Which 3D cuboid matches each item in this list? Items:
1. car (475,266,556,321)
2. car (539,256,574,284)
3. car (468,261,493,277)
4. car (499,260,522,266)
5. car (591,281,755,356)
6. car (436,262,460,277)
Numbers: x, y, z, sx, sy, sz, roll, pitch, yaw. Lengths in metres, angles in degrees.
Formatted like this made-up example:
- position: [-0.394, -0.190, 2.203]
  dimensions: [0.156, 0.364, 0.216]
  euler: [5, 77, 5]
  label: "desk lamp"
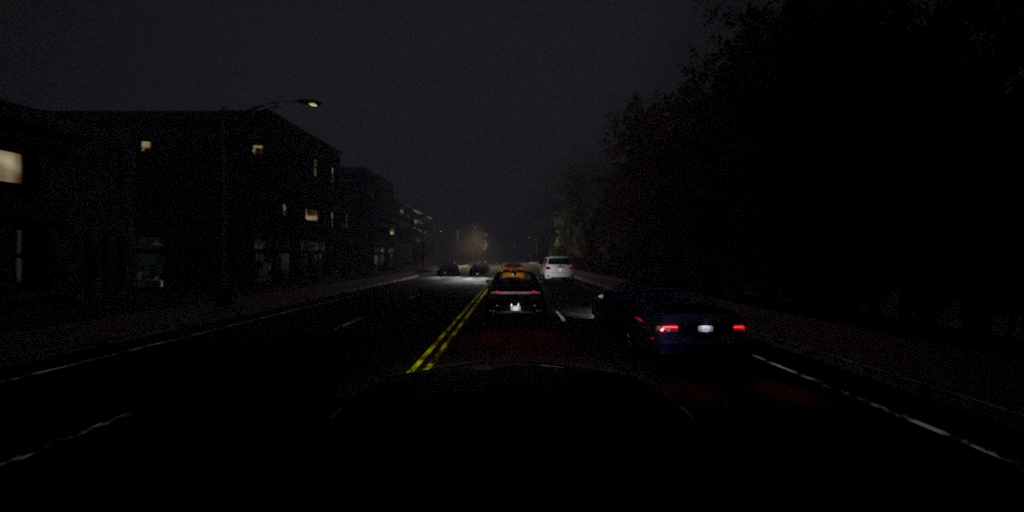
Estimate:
- position: [0.104, 1.262, 12.497]
  dimensions: [2.128, 1.511, 4.902]
  euler: [0, 0, 0]
  label: "car"
- position: [3.355, 1.021, 27.654]
  dimensions: [2.150, 2.045, 5.566]
  euler: [0, 0, 0]
  label: "car"
- position: [-3.340, 1.418, 36.820]
  dimensions: [1.895, 1.301, 4.718]
  euler: [0, 0, 0]
  label: "car"
- position: [0.104, 1.282, 30.123]
  dimensions: [1.882, 1.535, 5.008]
  euler: [0, 0, 0]
  label: "car"
- position: [3.352, 1.311, 8.716]
  dimensions: [2.033, 1.411, 5.357]
  euler: [0, 0, 0]
  label: "car"
- position: [-6.587, 1.344, 37.389]
  dimensions: [1.812, 1.442, 4.674]
  euler: [0, 0, 0]
  label: "car"
